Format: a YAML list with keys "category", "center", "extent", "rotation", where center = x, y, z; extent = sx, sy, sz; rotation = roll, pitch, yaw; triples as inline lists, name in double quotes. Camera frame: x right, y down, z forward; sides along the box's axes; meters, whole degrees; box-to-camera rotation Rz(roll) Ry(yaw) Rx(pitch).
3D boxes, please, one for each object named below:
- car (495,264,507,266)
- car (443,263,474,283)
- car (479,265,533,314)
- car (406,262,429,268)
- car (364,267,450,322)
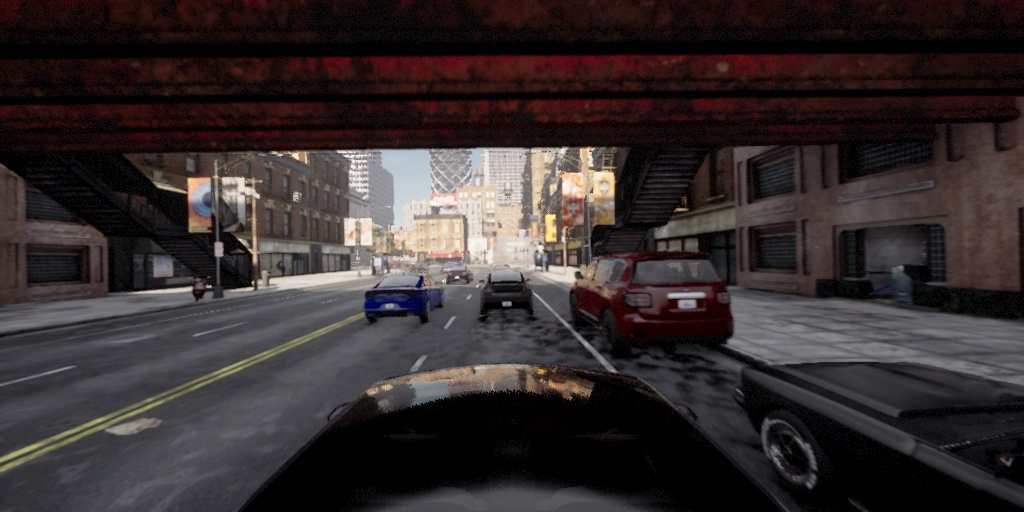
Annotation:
- category: "car"
  center: [-0.814, 1.417, 30.125]
  extent: [1.812, 1.442, 4.674]
  rotation: [-1, 0, -2]
- category: "car"
  center: [-4.309, 1.494, 29.994]
  extent: [1.812, 1.442, 4.674]
  rotation: [-1, 0, -2]
- category: "car"
  center: [-0.240, 1.316, 14.159]
  extent: [1.837, 1.490, 4.892]
  rotation: [-1, 0, -2]
- category: "car"
  center: [-12.123, 1.725, 47.582]
  extent: [1.837, 1.490, 4.892]
  rotation: [-1, -1, -2]
- category: "car"
  center: [-3.710, 1.360, 13.130]
  extent: [1.882, 1.535, 5.008]
  rotation: [-1, -1, -2]
